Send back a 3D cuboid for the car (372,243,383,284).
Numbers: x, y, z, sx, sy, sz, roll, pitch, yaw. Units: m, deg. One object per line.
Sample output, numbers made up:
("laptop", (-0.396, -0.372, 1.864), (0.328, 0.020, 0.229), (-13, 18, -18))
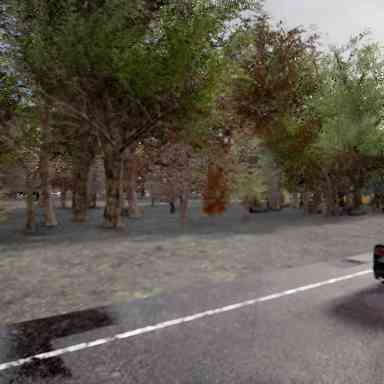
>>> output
("car", (6.539, 1.545, 8.417), (5.008, 1.535, 1.882), (0, 0, -36))
